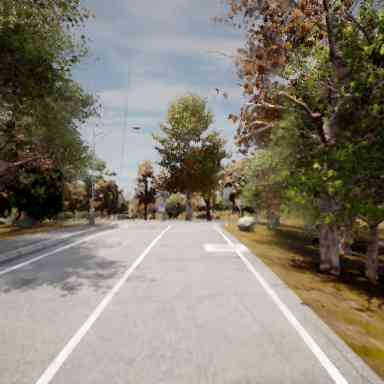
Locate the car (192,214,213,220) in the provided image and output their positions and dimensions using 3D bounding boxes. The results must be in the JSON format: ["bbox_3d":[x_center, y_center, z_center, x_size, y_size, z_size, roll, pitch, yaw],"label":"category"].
[{"bbox_3d":[2.148,5.587,74.388,4.892,1.490,1.837,0,-4,16],"label":"car"}]

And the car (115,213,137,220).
[{"bbox_3d":[-14.045,5.259,71.099,4.892,1.490,1.837,2,-5,-41],"label":"car"}]
